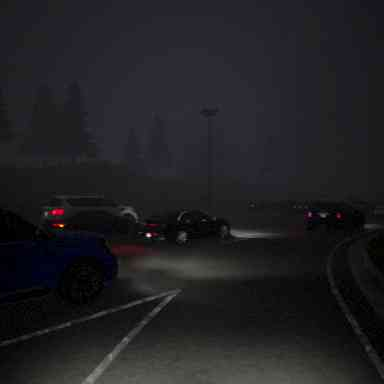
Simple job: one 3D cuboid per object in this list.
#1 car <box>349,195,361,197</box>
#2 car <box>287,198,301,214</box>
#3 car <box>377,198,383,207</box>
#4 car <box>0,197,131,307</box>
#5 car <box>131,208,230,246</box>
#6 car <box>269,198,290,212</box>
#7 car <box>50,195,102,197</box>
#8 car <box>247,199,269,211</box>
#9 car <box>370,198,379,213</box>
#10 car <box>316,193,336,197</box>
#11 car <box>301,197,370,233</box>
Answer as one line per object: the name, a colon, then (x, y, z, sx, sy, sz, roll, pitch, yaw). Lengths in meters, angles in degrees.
car: (27.772, 1.343, 56.141, 2.097, 1.767, 4.553, 0, 0, 43)
car: (12.177, 1.542, 33.990, 2.033, 1.411, 5.357, 0, 0, 43)
car: (28.769, 1.556, 52.049, 1.994, 1.385, 4.181, 0, 0, 43)
car: (-4.074, 1.222, 5.966, 2.150, 2.045, 5.566, 0, 0, 42)
car: (-0.148, 1.503, 15.399, 1.837, 1.490, 4.892, 0, 0, 43)
car: (11.260, 1.472, 38.165, 1.882, 1.535, 5.008, 0, 0, 43)
car: (-5.865, 1.218, 19.522, 2.150, 2.045, 5.566, 0, 0, 43)
car: (8.437, 1.558, 40.266, 1.994, 1.385, 4.181, 0, 0, 43)
car: (17.457, 1.595, 34.562, 1.895, 1.301, 4.718, 0, 0, 43)
car: (22.607, 1.215, 55.693, 2.150, 2.045, 5.566, 0, 0, 43)
car: (8.650, 1.347, 19.802, 2.097, 1.767, 4.553, 0, 0, 43)
